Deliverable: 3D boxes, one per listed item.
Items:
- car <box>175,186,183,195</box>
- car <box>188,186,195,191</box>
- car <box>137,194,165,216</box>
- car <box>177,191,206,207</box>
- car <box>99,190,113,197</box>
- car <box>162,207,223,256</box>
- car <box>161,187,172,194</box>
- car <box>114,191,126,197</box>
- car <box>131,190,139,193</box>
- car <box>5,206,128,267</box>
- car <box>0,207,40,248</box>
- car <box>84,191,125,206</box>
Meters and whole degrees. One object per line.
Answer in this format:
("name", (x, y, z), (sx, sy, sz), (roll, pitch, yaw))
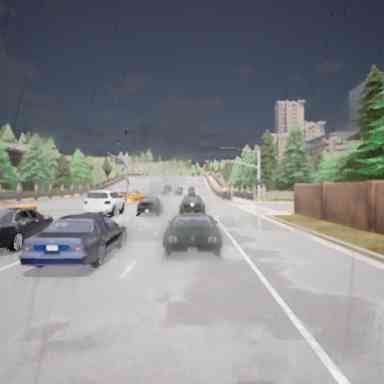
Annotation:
("car", (-3.590, -0.024, 88.162), (2.128, 1.511, 4.902), (0, 4, 0))
("car", (-0.087, 0.020, 87.766), (2.033, 1.411, 5.357), (0, 4, 0))
("car", (-3.446, 1.157, 28.002), (1.837, 1.490, 4.892), (0, 1, 1))
("car", (0.053, 1.004, 27.877), (2.097, 1.767, 4.553), (0, 1, 1))
("car", (-21.055, 0.369, 81.604), (2.033, 1.411, 5.357), (0, 2, 0))
("car", (0.040, 1.446, 12.363), (1.895, 1.301, 4.718), (0, 1, 1))
("car", (-7.090, 0.044, 88.178), (1.895, 1.301, 4.718), (0, 4, 0))
("car", (-17.555, 0.425, 81.594), (1.895, 1.301, 4.718), (0, 2, 0))
("car", (-14.055, 0.353, 81.641), (1.812, 1.442, 4.674), (0, 2, 0))
("car", (-3.475, 1.412, 10.811), (2.033, 1.411, 5.357), (0, 1, 0))
("car", (-6.954, 1.343, 13.008), (1.837, 1.490, 4.892), (0, 1, 1))
("car", (-6.959, 0.888, 26.838), (2.150, 2.045, 5.566), (0, 1, 1))
